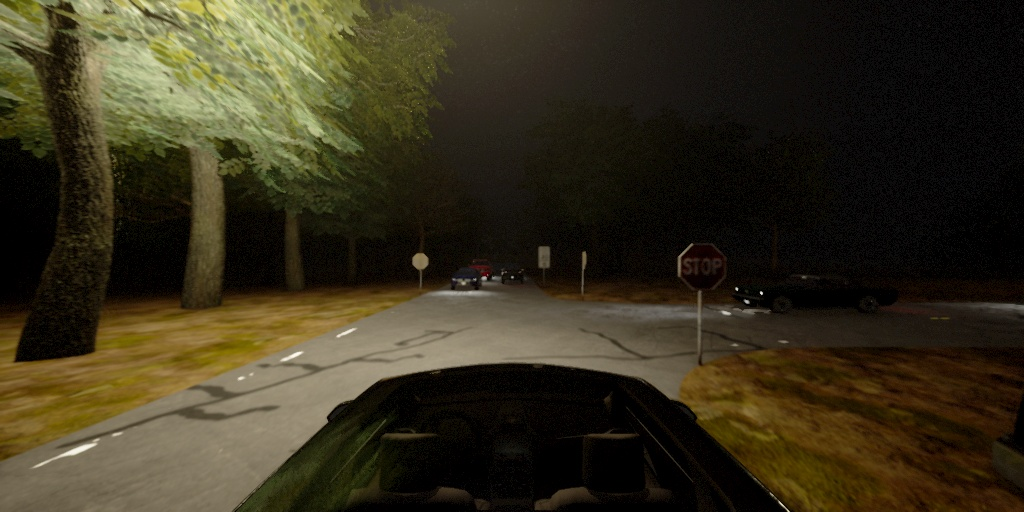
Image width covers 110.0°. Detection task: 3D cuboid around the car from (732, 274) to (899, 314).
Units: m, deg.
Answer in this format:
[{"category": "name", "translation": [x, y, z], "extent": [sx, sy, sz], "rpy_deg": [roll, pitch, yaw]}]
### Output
[{"category": "car", "translation": [10.858, 1.349, 13.157], "extent": [4.718, 1.301, 1.895], "rpy_deg": [-1, 0, 2]}]

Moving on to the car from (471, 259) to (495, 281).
[{"category": "car", "translation": [-3.159, 1.352, 35.966], "extent": [2.150, 2.045, 5.566], "rpy_deg": [0, -1, 0]}]

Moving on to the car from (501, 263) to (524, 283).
[{"category": "car", "translation": [0.041, 1.586, 32.144], "extent": [2.128, 1.511, 4.902], "rpy_deg": [0, -1, 0]}]

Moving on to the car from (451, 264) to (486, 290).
[{"category": "car", "translation": [-3.145, 1.543, 25.519], "extent": [1.812, 1.442, 4.674], "rpy_deg": [0, -1, 0]}]
